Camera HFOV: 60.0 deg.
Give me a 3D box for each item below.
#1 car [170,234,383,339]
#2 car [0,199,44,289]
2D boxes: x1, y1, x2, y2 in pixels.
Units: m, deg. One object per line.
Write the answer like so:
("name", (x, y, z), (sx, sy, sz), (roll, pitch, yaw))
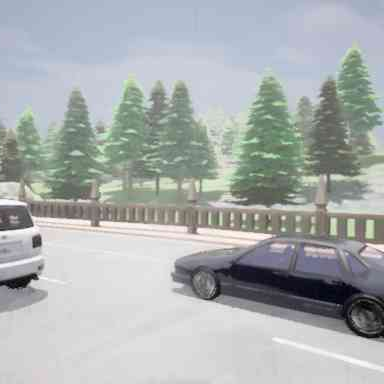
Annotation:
("car", (2.130, 1.569, 6.636), (5.357, 1.411, 2.033), (1, 0, 35))
("car", (-5.784, 1.151, 7.642), (5.566, 2.045, 2.150), (1, 0, 32))
